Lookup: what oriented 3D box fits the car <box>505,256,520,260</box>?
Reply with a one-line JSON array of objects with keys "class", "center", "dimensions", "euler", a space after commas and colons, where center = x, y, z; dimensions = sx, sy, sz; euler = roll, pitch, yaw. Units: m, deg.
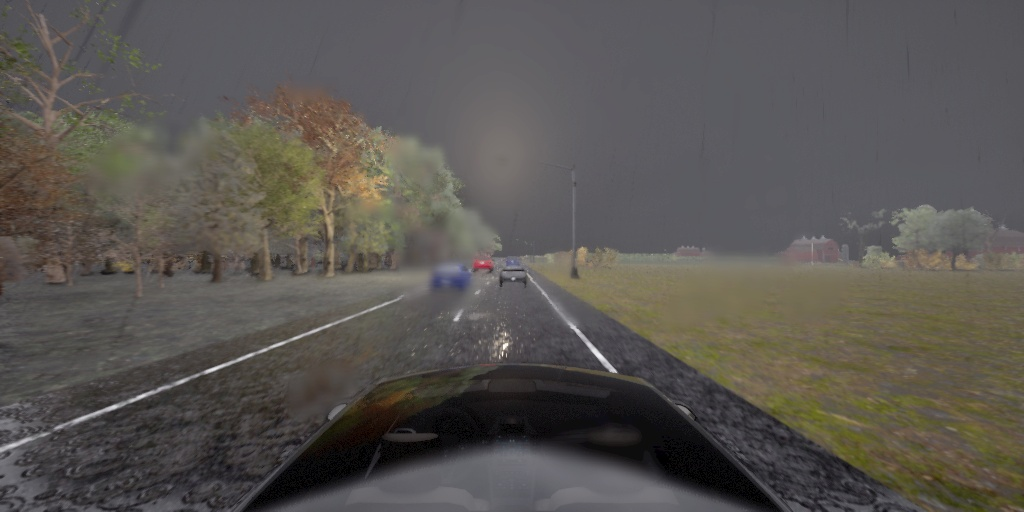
[{"class": "car", "center": [0.050, 0.976, 56.052], "dimensions": [2.150, 2.045, 5.566], "euler": [0, 0, 0]}]

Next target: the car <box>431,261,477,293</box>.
[{"class": "car", "center": [-3.416, 1.233, 21.040], "dimensions": [1.882, 1.535, 5.008], "euler": [0, 0, 0]}]

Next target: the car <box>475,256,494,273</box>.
[{"class": "car", "center": [-3.441, 0.976, 44.780], "dimensions": [2.150, 2.045, 5.566], "euler": [0, 0, 0]}]

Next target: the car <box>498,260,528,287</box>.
[{"class": "car", "center": [0.079, 1.249, 24.967], "dimensions": [2.128, 1.511, 4.902], "euler": [0, 0, 0]}]
